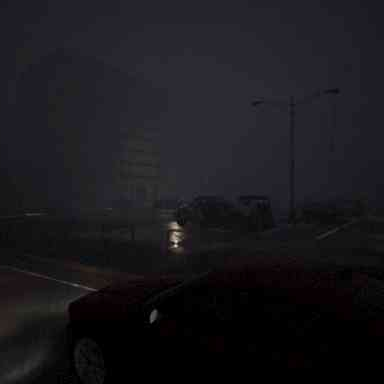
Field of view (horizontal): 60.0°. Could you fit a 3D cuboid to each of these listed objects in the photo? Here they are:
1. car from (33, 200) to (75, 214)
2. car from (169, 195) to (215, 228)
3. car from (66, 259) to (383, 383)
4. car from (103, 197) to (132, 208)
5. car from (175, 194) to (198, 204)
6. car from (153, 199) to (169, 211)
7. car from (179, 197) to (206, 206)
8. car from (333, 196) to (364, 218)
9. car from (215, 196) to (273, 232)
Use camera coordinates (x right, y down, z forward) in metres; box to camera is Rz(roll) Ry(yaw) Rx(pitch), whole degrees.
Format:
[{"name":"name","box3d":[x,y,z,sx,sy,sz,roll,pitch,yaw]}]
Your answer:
[{"name":"car","box3d":[-14.677,1.562,35.496,1.994,1.385,4.181,0,0,34]},{"name":"car","box3d":[0.902,1.153,20.753,1.932,1.855,4.605,0,0,34]},{"name":"car","box3d":[0.710,1.478,3.483,5.008,1.535,1.882,0,0,35]},{"name":"car","box3d":[-10.616,1.524,47.813,1.812,1.442,4.674,0,0,34]},{"name":"car","box3d":[-0.978,1.272,62.041,2.097,1.767,4.553,0,0,34]},{"name":"car","box3d":[-2.769,1.524,40.341,1.812,1.442,4.674,0,0,34]},{"name":"car","box3d":[0.097,1.546,57.411,2.033,1.411,5.357,0,0,34]},{"name":"car","box3d":[15.288,1.395,32.049,1.970,1.475,3.806,0,0,34]},{"name":"car","box3d":[3.270,1.156,19.088,1.905,1.878,3.866,0,0,34]}]
